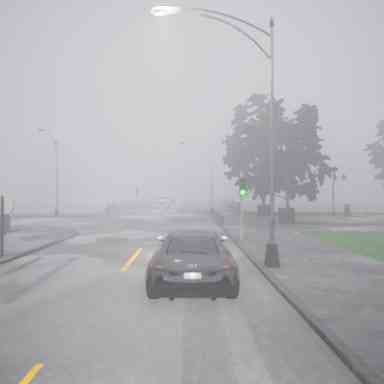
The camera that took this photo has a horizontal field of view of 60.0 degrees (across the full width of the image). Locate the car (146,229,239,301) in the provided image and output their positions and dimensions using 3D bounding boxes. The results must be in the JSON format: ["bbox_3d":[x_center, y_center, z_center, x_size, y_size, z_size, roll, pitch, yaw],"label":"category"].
[{"bbox_3d":[0.011,1.618,8.512,1.994,1.385,4.181,0,0,0],"label":"car"}]

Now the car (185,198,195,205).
[{"bbox_3d":[-0.387,1.908,69.343,1.882,1.535,5.008,0,0,0],"label":"car"}]

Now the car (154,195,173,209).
[{"bbox_3d":[-4.454,1.536,50.580,2.150,2.045,5.566,0,0,-1],"label":"car"}]

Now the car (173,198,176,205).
[{"bbox_3d":[-4.489,1.925,60.830,2.033,1.411,5.357,0,0,0],"label":"car"}]

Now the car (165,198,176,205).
[{"bbox_3d":[-4.499,1.966,71.072,2.128,1.511,4.902,0,0,0],"label":"car"}]
